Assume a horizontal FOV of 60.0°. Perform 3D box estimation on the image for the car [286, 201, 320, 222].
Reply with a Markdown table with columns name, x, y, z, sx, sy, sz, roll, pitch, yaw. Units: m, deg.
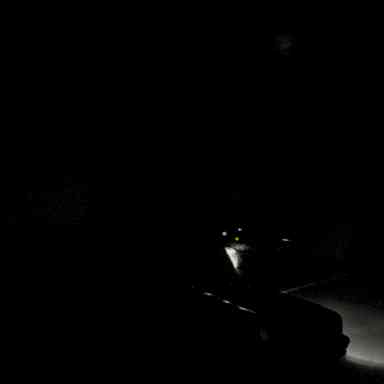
| name | x | y | z | sx | sy | sz | roll | pitch | yaw |
| --- | --- | --- | --- | --- | --- | --- | --- | --- | --- |
| car | 7.082 | 1.383 | 21.940 | 4.892 | 1.490 | 1.837 | 0 | 0 | -35 |

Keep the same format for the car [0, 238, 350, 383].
| name | x | y | z | sx | sy | sz | roll | pitch | yaw |
| --- | --- | --- | --- | --- | --- | --- | --- | --- | --- |
| car | -0.694 | 1.540 | 3.243 | 5.357 | 1.411 | 2.033 | -1 | 0 | -35 |

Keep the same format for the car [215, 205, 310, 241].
| name | x | y | z | sx | sy | sz | roll | pitch | yaw |
| --- | --- | --- | --- | --- | --- | --- | --- | --- | --- |
| car | 2.942 | 1.492 | 14.688 | 4.181 | 1.385 | 1.994 | 0 | 0 | -35 |
